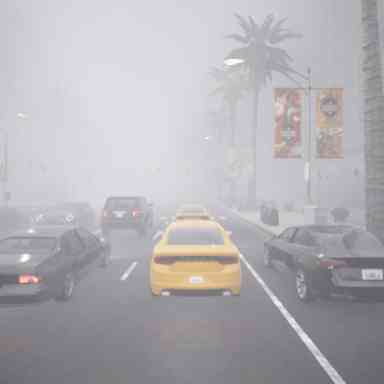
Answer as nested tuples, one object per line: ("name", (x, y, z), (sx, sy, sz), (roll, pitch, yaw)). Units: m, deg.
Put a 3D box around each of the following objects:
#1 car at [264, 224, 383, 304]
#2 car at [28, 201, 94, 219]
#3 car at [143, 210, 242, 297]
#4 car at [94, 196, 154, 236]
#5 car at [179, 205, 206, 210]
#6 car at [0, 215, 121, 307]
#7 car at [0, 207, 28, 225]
("car", (3.164, 1.507, 8.226), (2.161, 1.482, 4.786), (0, 0, -1))
("car", (-7.106, 1.336, 19.091), (2.097, 1.767, 4.553), (0, 0, 0))
("car", (0.070, 1.471, 8.637), (1.882, 1.535, 5.008), (0, 0, 0))
("car", (-3.467, 1.208, 18.564), (2.150, 2.045, 5.566), (0, 0, 0))
("car", (0.031, 1.463, 18.835), (1.882, 1.535, 5.008), (0, 0, 0))
("car", (-3.424, 1.541, 8.206), (2.033, 1.411, 5.357), (0, 0, 0))
("car", (-10.609, 1.533, 17.666), (2.033, 1.411, 5.357), (0, 0, 0))
